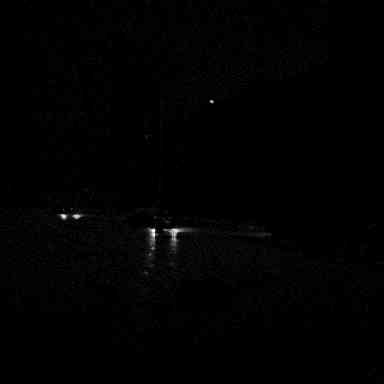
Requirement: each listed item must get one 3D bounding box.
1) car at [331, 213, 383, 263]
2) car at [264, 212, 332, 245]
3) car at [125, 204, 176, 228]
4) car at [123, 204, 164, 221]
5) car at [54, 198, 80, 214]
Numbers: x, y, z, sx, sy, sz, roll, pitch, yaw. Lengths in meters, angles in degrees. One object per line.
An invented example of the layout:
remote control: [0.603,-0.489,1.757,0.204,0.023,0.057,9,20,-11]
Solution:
car: [7.118,1.510,9.932,2.128,1.511,4.902,1,-1,-35]
car: [6.129,1.687,16.452,2.033,1.411,5.357,1,-1,-35]
car: [-2.967,1.756,24.246,1.812,1.442,4.674,1,-2,-35]
car: [-4.726,1.904,31.855,1.837,1.490,4.892,1,-2,-35]
car: [-16.494,1.843,43.598,2.150,2.045,5.566,1,-2,-35]
